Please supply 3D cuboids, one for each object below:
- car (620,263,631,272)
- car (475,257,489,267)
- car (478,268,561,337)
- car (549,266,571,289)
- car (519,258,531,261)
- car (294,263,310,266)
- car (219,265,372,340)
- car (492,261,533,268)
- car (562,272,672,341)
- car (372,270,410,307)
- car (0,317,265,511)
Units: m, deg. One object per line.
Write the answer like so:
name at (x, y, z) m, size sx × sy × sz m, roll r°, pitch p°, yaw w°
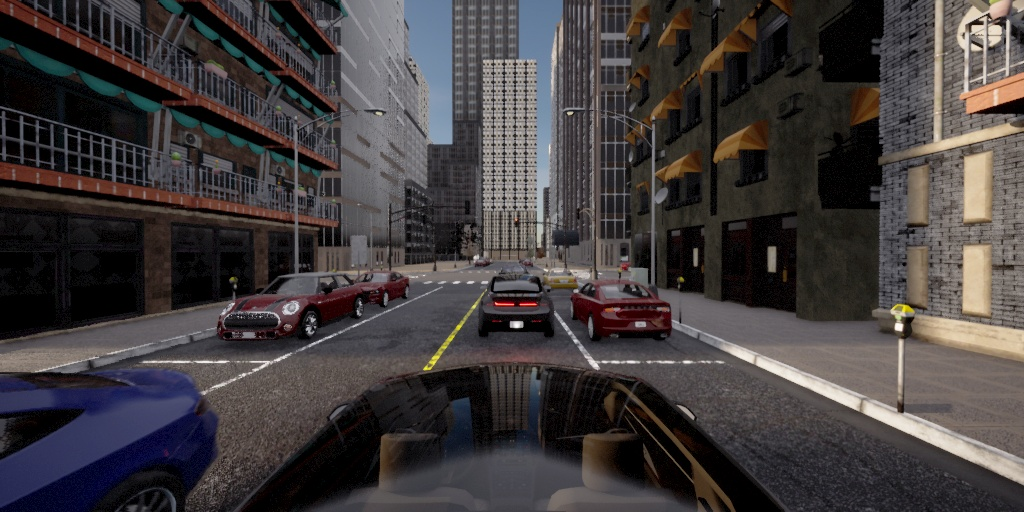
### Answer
car at (14.297, 1.003, 39.899) m, size 4.507 × 1.381 × 1.888 m, roll 0°, pitch 0°, yaw 0°
car at (-5.635, 1.288, 64.302) m, size 1.888 × 1.381 × 4.507 m, roll 0°, pitch 0°, yaw 0°
car at (0.107, 1.253, 10.271) m, size 1.837 × 1.490 × 4.892 m, roll 0°, pitch 0°, yaw 0°
car at (2.706, 1.271, 20.937) m, size 1.751 × 1.417 × 4.829 m, roll 0°, pitch 0°, yaw 0°
car at (2.745, 1.182, 64.293) m, size 1.967 × 1.591 × 4.097 m, roll 0°, pitch 0°, yaw 0°
car at (-23.801, 1.492, 39.612) m, size 4.097 × 1.591 × 1.967 m, roll 0°, pitch 0°, yaw 0°
car at (-5.685, 1.188, 9.742) m, size 1.967 × 1.591 × 4.097 m, roll 0°, pitch 0°, yaw 0°
car at (0.115, 1.238, 20.405) m, size 2.128 × 1.511 × 4.902 m, roll 0°, pitch 0°, yaw 0°
car at (2.697, 1.293, 9.720) m, size 1.888 × 1.381 × 4.507 m, roll 0°, pitch 0°, yaw 0°
car at (-5.680, 1.292, 15.265) m, size 1.888 × 1.381 × 4.507 m, roll 0°, pitch 0°, yaw 0°
car at (-3.099, 1.276, 0.806) m, size 1.812 × 1.442 × 4.674 m, roll 0°, pitch 0°, yaw 0°
